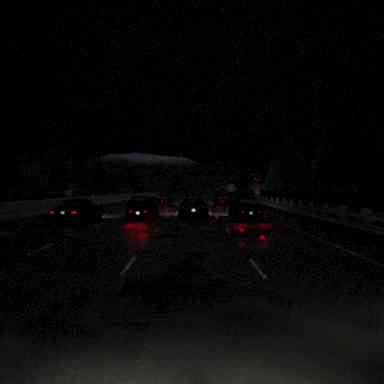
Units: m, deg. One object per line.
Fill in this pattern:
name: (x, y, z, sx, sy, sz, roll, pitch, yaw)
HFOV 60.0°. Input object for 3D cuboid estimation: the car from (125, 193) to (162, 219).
car: (-3.402, 1.025, 23.294, 1.837, 1.490, 4.892, 0, 1, 0)

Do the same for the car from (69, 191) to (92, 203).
car: (-17.505, 0.701, 52.376, 2.097, 1.767, 4.553, 0, 0, 0)

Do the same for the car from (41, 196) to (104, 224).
car: (-6.903, 1.115, 20.251, 2.033, 1.411, 5.357, 0, 1, 0)

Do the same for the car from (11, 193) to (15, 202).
car: (-28.008, 0.816, 52.036, 1.812, 1.442, 4.674, 0, 0, 0)

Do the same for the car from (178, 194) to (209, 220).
car: (0.097, 1.092, 22.777, 1.994, 1.385, 4.181, 0, 1, 0)

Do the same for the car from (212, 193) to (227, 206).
car: (3.596, 0.850, 40.576, 2.128, 1.511, 4.902, 0, 0, 0)

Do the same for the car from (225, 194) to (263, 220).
car: (3.598, 1.057, 22.536, 1.812, 1.442, 4.674, 0, 1, 0)

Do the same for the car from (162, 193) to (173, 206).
car: (-3.404, 0.850, 40.581, 2.128, 1.511, 4.902, 0, 0, 0)
